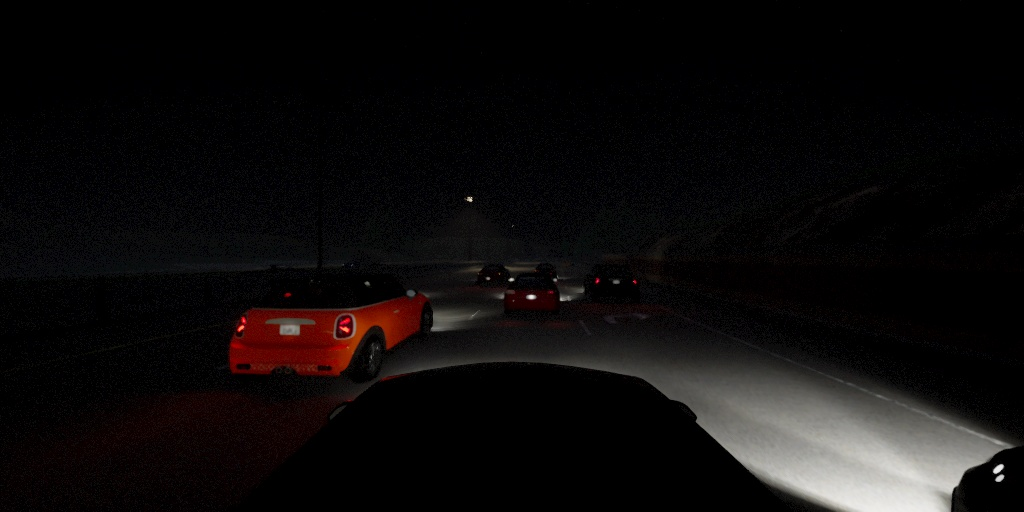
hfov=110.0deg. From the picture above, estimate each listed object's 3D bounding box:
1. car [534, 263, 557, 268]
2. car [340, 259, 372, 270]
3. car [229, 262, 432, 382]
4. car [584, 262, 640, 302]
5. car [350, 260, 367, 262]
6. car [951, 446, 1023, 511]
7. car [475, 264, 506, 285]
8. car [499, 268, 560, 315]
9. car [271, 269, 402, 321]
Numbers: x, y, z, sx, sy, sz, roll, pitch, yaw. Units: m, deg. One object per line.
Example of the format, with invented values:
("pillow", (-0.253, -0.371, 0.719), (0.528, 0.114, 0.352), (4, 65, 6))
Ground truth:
("car", (2.896, 1.342, 31.241), (1.812, 1.442, 4.674), (0, 0, 7))
("car", (-22.702, 1.250, 52.461), (1.882, 1.535, 5.008), (0, 0, 8))
("car", (-3.147, 1.102, 7.351), (2.097, 1.767, 4.553), (0, 0, 2))
("car", (4.722, 1.148, 17.535), (2.097, 1.767, 4.553), (0, 0, 6))
("car", (-14.354, 1.292, 35.730), (1.812, 1.442, 4.674), (0, 0, 7))
("car", (3.679, 1.324, 0.391), (1.994, 1.385, 4.181), (0, 0, -1))
("car", (-1.290, 1.318, 26.080), (1.812, 1.442, 4.674), (0, 0, 7))
("car", (0.818, 1.340, 13.910), (1.994, 1.385, 4.181), (0, 0, 5))
("car", (-6.272, 1.299, 13.775), (2.033, 1.411, 5.357), (0, 0, 5))
